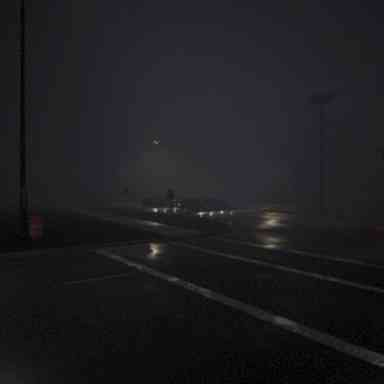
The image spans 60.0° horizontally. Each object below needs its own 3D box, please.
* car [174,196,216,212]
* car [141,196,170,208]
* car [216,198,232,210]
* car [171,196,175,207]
[{"bbox_3d":[0.290,1.475,39.052,1.837,1.490,4.892,0,0,-35],"label":"car"},{"bbox_3d":[-5.577,1.473,47.528,1.837,1.490,4.892,0,0,-35],"label":"car"},{"bbox_3d":[2.863,1.470,41.492,1.837,1.490,4.892,0,0,-35],"label":"car"},{"bbox_3d":[-2.899,1.317,49.811,2.097,1.767,4.553,0,0,-34],"label":"car"}]
